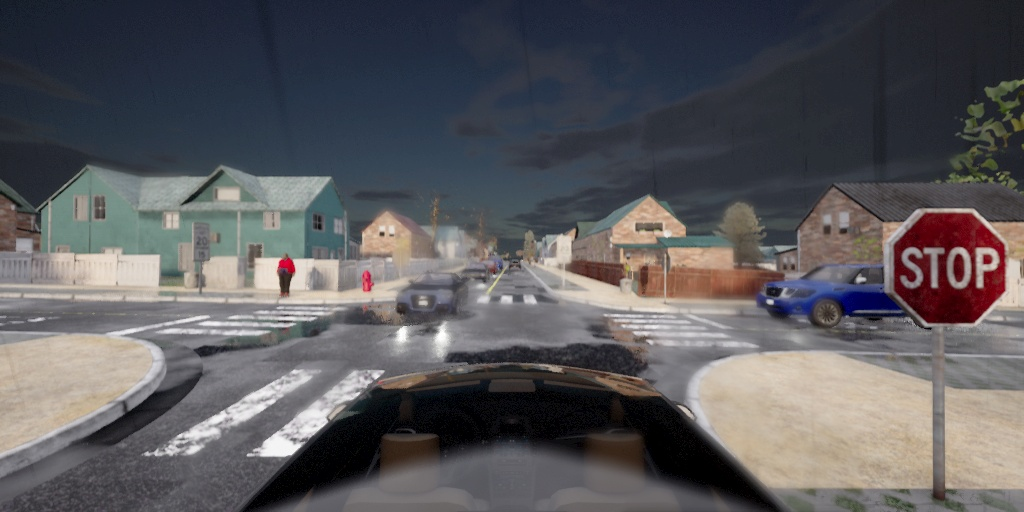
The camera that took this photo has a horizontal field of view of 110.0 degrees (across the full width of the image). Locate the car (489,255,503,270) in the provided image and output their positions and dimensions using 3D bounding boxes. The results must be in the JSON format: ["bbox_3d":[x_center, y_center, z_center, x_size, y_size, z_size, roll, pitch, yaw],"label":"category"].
[{"bbox_3d":[-2.465,0.923,52.160,2.150,2.045,5.566,0,0,1],"label":"car"}]

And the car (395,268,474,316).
[{"bbox_3d":[-2.749,1.281,13.148,1.994,1.385,4.181,1,0,0],"label":"car"}]

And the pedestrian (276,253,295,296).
[{"bbox_3d":[-9.532,0.739,15.066,0.375,1.860,0.375,0,-2,0],"label":"pedestrian"}]

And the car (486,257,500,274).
[{"bbox_3d":[-2.601,1.173,38.201,1.882,1.535,5.008,0,0,0],"label":"car"}]

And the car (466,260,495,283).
[{"bbox_3d":[-2.672,1.249,27.469,2.033,1.411,5.357,0,0,0],"label":"car"}]

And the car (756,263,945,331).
[{"bbox_3d":[11.433,1.255,12.015,5.566,2.045,2.150,1,-1,0],"label":"car"}]

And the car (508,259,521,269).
[{"bbox_3d":[0.449,1.206,54.188,1.837,1.490,4.892,0,0,0],"label":"car"}]
